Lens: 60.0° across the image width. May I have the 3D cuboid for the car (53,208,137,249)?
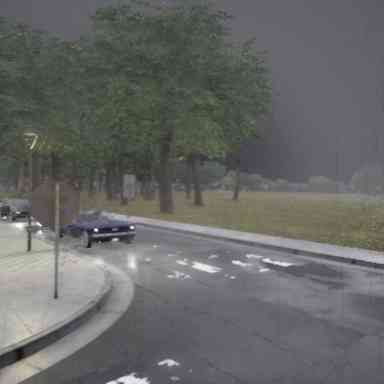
[{"bbox_3d":[-4.192,1.386,13.804,1.895,1.301,4.718,1,1,-40],"label":"car"}]

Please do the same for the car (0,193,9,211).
[{"bbox_3d":[-18.443,0.892,30.686,1.812,1.442,4.674,1,1,-40],"label":"car"}]

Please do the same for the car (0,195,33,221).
[{"bbox_3d":[-11.754,1.110,22.762,2.033,1.411,5.357,1,1,-40],"label":"car"}]
